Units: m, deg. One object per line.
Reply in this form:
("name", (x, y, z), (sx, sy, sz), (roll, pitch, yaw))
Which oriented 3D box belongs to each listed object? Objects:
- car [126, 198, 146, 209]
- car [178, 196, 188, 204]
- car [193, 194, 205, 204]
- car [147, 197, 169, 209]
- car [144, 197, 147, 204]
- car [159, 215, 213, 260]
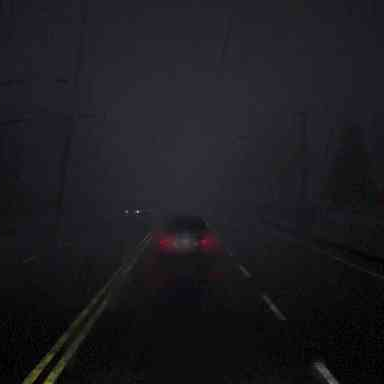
("car", (-8.427, 1.812, 48.826), (1.895, 1.301, 4.718), (0, 0, -1))
("car", (-1.973, 1.601, 70.979), (2.097, 1.767, 4.553), (0, 0, -2))
("car", (1.523, 1.460, 71.138), (2.150, 2.045, 5.566), (0, 0, -2))
("car", (-4.913, 1.688, 48.272), (2.128, 1.511, 4.902), (0, 0, -1))
("car", (-8.810, 1.775, 64.696), (1.837, 1.490, 4.892), (0, 0, -1))
("car", (-0.241, 1.596, 12.620), (2.033, 1.411, 5.357), (0, 0, -1))
